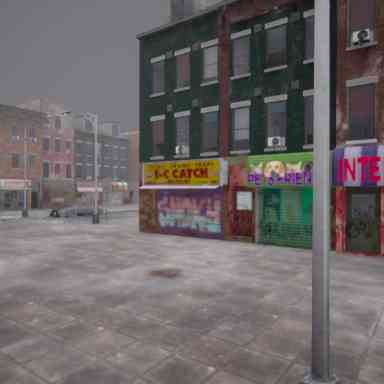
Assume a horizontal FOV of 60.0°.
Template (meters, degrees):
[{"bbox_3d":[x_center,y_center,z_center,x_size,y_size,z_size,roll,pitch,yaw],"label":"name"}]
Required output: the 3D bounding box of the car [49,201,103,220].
[{"bbox_3d":[-9.421,1.462,27.277,1.994,1.385,4.181,0,0,35],"label":"car"}]
